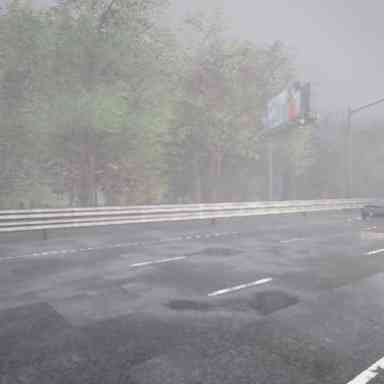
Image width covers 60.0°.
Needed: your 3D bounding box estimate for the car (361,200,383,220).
[{"bbox_3d":[14.546,1.360,24.963,4.902,1.511,2.128,0,1,-39],"label":"car"}]
